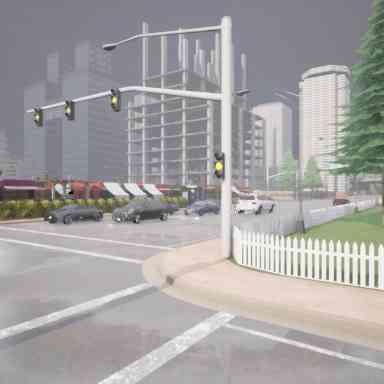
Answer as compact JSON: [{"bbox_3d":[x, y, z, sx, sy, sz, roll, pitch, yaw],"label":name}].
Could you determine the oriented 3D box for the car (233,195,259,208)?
[{"bbox_3d":[7.945,1.352,48.751,2.097,1.767,4.553,0,0,35],"label":"car"}]

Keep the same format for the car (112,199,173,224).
[{"bbox_3d":[-3.874,1.352,25.127,2.097,1.767,4.553,0,0,34],"label":"car"}]

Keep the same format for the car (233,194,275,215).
[{"bbox_3d":[6.604,1.221,34.004,2.150,2.045,5.566,0,0,34],"label":"car"}]

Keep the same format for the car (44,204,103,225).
[{"bbox_3d":[-8.588,1.564,24.410,1.994,1.385,4.181,0,0,34],"label":"car"}]

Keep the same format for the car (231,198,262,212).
[{"bbox_3d":[6.715,1.505,40.747,1.837,1.490,4.892,0,0,34],"label":"car"}]

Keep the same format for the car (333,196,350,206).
[{"bbox_3d":[24.122,1.478,53.636,1.882,1.535,5.008,0,0,34],"label":"car"}]

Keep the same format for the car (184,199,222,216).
[{"bbox_3d":[1.078,1.526,32.421,1.812,1.442,4.674,0,0,34],"label":"car"}]

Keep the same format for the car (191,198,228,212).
[{"bbox_3d":[2.242,1.547,40.399,2.033,1.411,5.357,0,0,34],"label":"car"}]

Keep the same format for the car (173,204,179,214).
[{"bbox_3d":[-3.405,1.547,32.064,2.033,1.411,5.357,0,0,34],"label":"car"}]
